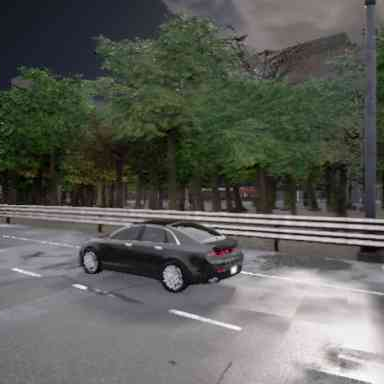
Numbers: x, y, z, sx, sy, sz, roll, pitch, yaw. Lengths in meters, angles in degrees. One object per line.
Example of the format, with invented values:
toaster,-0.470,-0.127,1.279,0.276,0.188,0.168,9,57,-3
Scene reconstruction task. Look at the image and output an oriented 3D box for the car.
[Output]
car,-1.031,1.511,8.908,4.892,1.490,1.837,0,0,36
